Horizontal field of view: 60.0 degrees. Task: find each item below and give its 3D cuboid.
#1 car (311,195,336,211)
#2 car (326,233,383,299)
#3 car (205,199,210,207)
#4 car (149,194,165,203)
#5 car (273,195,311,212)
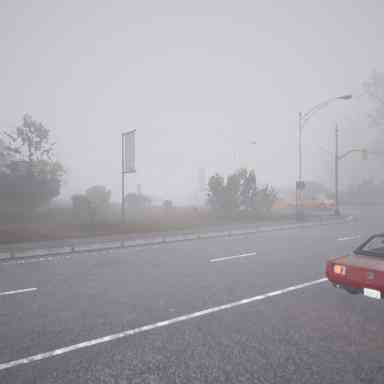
[{"bbox_3d":[13.785,1.121,37.284,2.097,1.767,4.553,-1,0,-39],"label":"car"},{"bbox_3d":[5.133,1.569,7.433,4.718,1.301,1.895,0,0,-36],"label":"car"},{"bbox_3d":[3.770,1.281,44.126,1.882,1.535,5.008,-1,0,-39],"label":"car"},{"bbox_3d":[-6.908,1.135,63.063,2.097,1.767,4.553,-1,0,-38],"label":"car"},{"bbox_3d":[9.948,1.276,36.466,1.882,1.535,5.008,-1,0,-39],"label":"car"}]
